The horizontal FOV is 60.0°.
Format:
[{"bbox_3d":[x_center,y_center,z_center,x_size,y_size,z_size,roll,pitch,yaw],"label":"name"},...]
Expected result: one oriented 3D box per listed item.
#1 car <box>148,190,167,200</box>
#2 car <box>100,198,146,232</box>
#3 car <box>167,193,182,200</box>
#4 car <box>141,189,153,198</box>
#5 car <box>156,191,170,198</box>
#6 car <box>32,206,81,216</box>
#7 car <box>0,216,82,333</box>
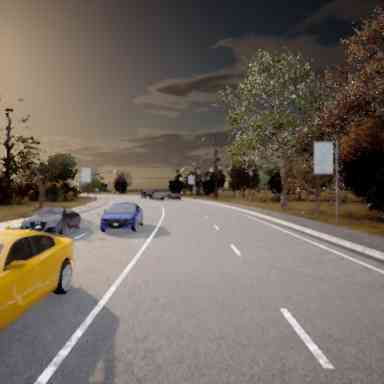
[{"bbox_3d":[-6.870,0.904,65.523,1.994,1.385,4.181,0,1,-17],"label":"car"},{"bbox_3d":[-3.918,1.346,19.248,1.882,1.535,5.008,0,0,-2],"label":"car"},{"bbox_3d":[-3.472,0.927,66.362,1.895,1.301,4.718,0,1,-17],"label":"car"},{"bbox_3d":[-9.938,0.363,74.875,2.150,2.045,5.566,0,1,-21],"label":"car"},{"bbox_3d":[-6.669,0.646,76.132,2.128,1.511,4.902,0,1,-21],"label":"car"},{"bbox_3d":[-7.378,1.458,17.844,1.994,1.385,4.181,0,1,-1],"label":"car"},{"bbox_3d":[-3.657,1.454,5.842,1.882,1.535,5.008,0,0,-1],"label":"car"}]
